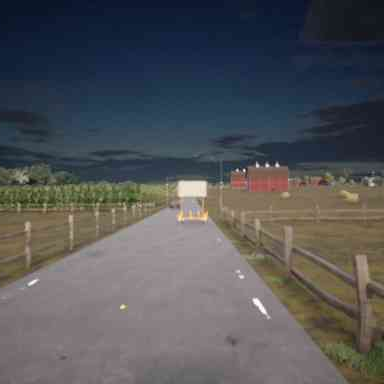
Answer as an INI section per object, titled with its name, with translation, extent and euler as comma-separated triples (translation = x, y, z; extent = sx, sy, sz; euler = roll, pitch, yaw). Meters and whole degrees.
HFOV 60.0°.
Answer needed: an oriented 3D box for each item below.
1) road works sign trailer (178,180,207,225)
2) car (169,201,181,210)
[road works sign trailer]
translation = 0.032, 0.800, 27.232
extent = 2.380, 3.560, 2.880
euler = 0, -1, -1
[car]
translation = -2.822, 2.192, 56.750
extent = 1.882, 1.535, 5.008
euler = 0, -1, 0
